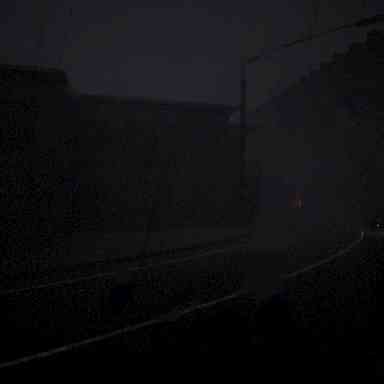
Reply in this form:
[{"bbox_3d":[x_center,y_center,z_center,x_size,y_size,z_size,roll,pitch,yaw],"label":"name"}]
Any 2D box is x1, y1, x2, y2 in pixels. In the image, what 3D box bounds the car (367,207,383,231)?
[{"bbox_3d":[11.959,1.618,20.383,1.994,1.385,4.181,1,-1,22],"label":"car"}]
